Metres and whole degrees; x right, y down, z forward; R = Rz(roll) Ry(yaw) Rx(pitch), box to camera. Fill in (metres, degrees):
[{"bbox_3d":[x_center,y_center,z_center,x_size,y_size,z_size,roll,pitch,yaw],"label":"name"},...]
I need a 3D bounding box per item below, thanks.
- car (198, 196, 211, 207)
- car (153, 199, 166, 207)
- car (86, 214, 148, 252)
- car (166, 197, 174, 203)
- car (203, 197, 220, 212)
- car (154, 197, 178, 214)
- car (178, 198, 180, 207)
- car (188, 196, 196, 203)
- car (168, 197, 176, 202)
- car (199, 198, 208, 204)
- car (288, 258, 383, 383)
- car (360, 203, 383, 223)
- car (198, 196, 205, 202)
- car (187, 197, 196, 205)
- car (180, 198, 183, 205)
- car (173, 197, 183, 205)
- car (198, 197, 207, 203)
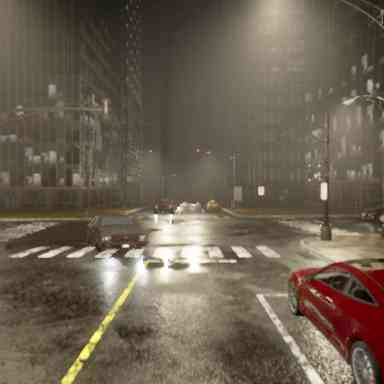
[{"bbox_3d":[2.685,1.713,59.438,2.192,1.841,5.009,-1,0,0],"label":"car"},{"bbox_3d":[-5.867,1.967,59.982,1.947,1.339,4.313,-1,0,0],"label":"car"},{"bbox_3d":[-3.508,1.702,14.707,2.033,1.411,5.357,1,-2,-24],"label":"car"},{"bbox_3d":[-5.709,2.153,88.351,1.802,1.307,4.206,-1,0,0],"label":"car"},{"bbox_3d":[2.786,1.828,44.355,1.752,1.417,4.829,-1,0,0],"label":"car"},{"bbox_3d":[-3.131,1.618,38.721,2.097,1.767,4.553,0,0,1],"label":"car"},{"bbox_3d":[-3.114,1.809,48.831,1.882,1.535,5.008,0,0,0],"label":"car"},{"bbox_3d":[-0.037,1.833,80.253,1.882,1.535,5.008,0,0,0],"label":"car"},{"bbox_3d":[-5.712,2.170,94.024,1.947,1.339,4.313,-1,0,0],"label":"car"},{"bbox_3d":[2.643,2.069,76.945,1.947,1.339,4.313,-1,0,0],"label":"car"},{"bbox_3d":[2.675,1.617,4.818,1.802,1.307,4.206,-1,0,0],"label":"car"},{"bbox_3d":[15.637,1.551,25.876,4.892,1.490,1.837,0,1,-5],"label":"car"},{"bbox_3d":[2.633,2.044,93.968,1.967,1.590,4.097,-1,0,0],"label":"car"},{"bbox_3d":[-0.033,2.051,70.278,1.895,1.301,4.718,0,0,0],"label":"car"},{"bbox_3d":[-3.089,1.995,58.883,1.895,1.301,4.718,0,0,0],"label":"car"},{"bbox_3d":[-3.034,1.945,72.145,1.882,1.535,5.008,0,0,0],"label":"car"},{"bbox_3d":[2.640,2.088,82.619,2.008,1.369,4.403,-1,0,0],"label":"car"}]
